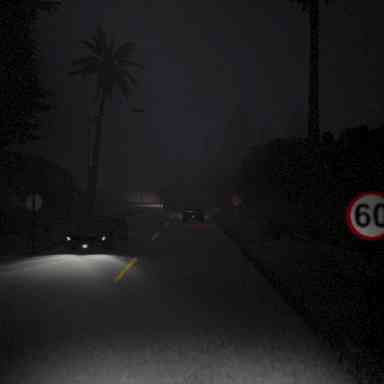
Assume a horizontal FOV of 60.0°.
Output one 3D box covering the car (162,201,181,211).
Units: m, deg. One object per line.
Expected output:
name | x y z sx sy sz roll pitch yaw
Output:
car | -2.663 2.052 49.436 2.128 1.511 4.902 1 -1 -34

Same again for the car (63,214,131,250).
car | -4.101 1.723 15.399 2.033 1.411 5.357 0 -1 0

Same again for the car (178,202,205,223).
car | 0.100 1.822 29.313 2.128 1.511 4.902 0 -1 0
